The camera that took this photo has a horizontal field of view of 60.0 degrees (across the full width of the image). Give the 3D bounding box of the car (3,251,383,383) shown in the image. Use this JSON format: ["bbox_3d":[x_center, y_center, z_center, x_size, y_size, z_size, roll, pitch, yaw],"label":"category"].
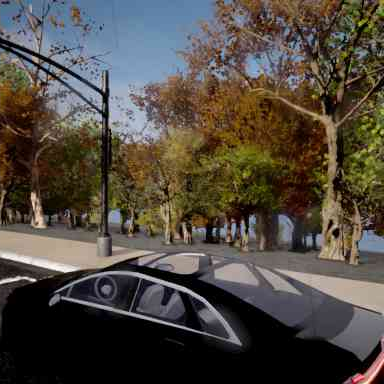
[{"bbox_3d":[-0.395,1.491,3.974,4.902,1.511,2.128,0,0,36],"label":"car"}]
